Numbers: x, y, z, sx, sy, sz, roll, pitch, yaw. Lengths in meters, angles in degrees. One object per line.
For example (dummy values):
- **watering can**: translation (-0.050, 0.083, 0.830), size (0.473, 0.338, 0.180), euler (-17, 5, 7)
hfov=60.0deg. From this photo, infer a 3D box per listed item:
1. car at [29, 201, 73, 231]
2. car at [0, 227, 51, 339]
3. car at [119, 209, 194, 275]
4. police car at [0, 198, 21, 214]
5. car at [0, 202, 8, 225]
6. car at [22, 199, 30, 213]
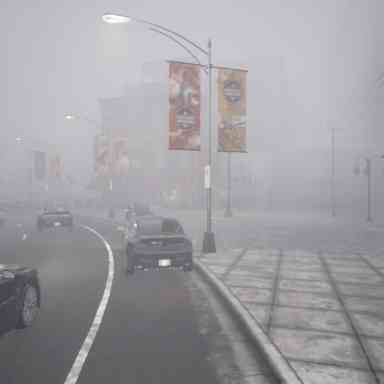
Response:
- **car**: translation (-8.354, 1.482, 19.941), size (2.128, 1.511, 4.902), euler (0, 0, -28)
- **car**: translation (-3.458, 1.488, 3.949), size (2.128, 1.511, 4.902), euler (0, 0, -4)
- **car**: translation (-1.251, 1.503, 10.602), size (1.837, 1.490, 4.892), euler (0, 0, -14)
- **police car**: translation (-19.668, 1.403, 33.746), size (5.238, 1.638, 1.930), euler (0, 0, 42)
- **car**: translation (-14.197, 1.585, 22.929), size (1.895, 1.301, 4.718), euler (0, 0, -35)
- **car**: translation (-15.682, 1.577, 34.738), size (1.895, 1.301, 4.718), euler (0, 0, -43)
